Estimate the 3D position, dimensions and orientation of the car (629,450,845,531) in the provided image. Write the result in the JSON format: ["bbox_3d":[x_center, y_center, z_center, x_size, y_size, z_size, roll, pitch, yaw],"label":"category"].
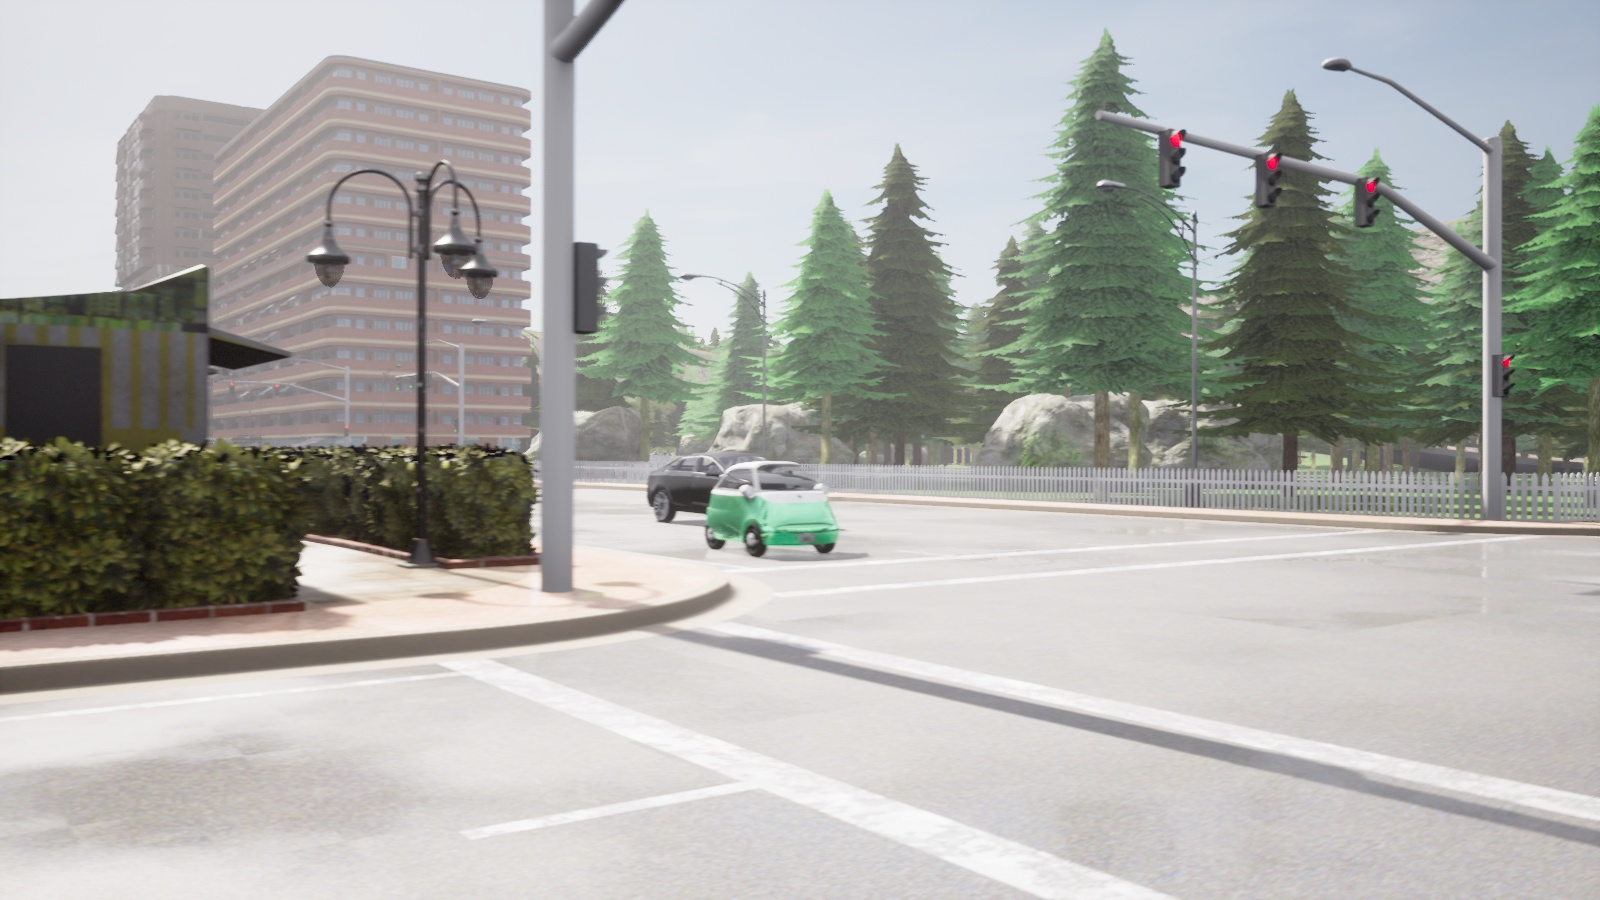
[{"bbox_3d":[-1.432,0.768,26.056,2.128,1.511,4.902,0,0,-36],"label":"car"}]

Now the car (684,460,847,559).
[{"bbox_3d":[-0.548,0.847,18.878,1.481,1.376,2.207,0,-1,-34],"label":"car"}]
